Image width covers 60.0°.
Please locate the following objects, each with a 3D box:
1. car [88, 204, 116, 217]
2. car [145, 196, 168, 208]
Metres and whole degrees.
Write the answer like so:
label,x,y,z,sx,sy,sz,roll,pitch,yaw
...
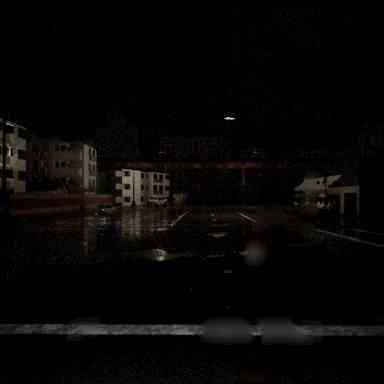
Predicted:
label,x,y,z,sx,sy,sz,roll,pitch,yaw
car,-9.951,2.019,37.050,1.895,1.301,4.718,0,-1,3
car,-6.652,1.868,63.070,2.150,2.045,5.566,-1,-1,26
